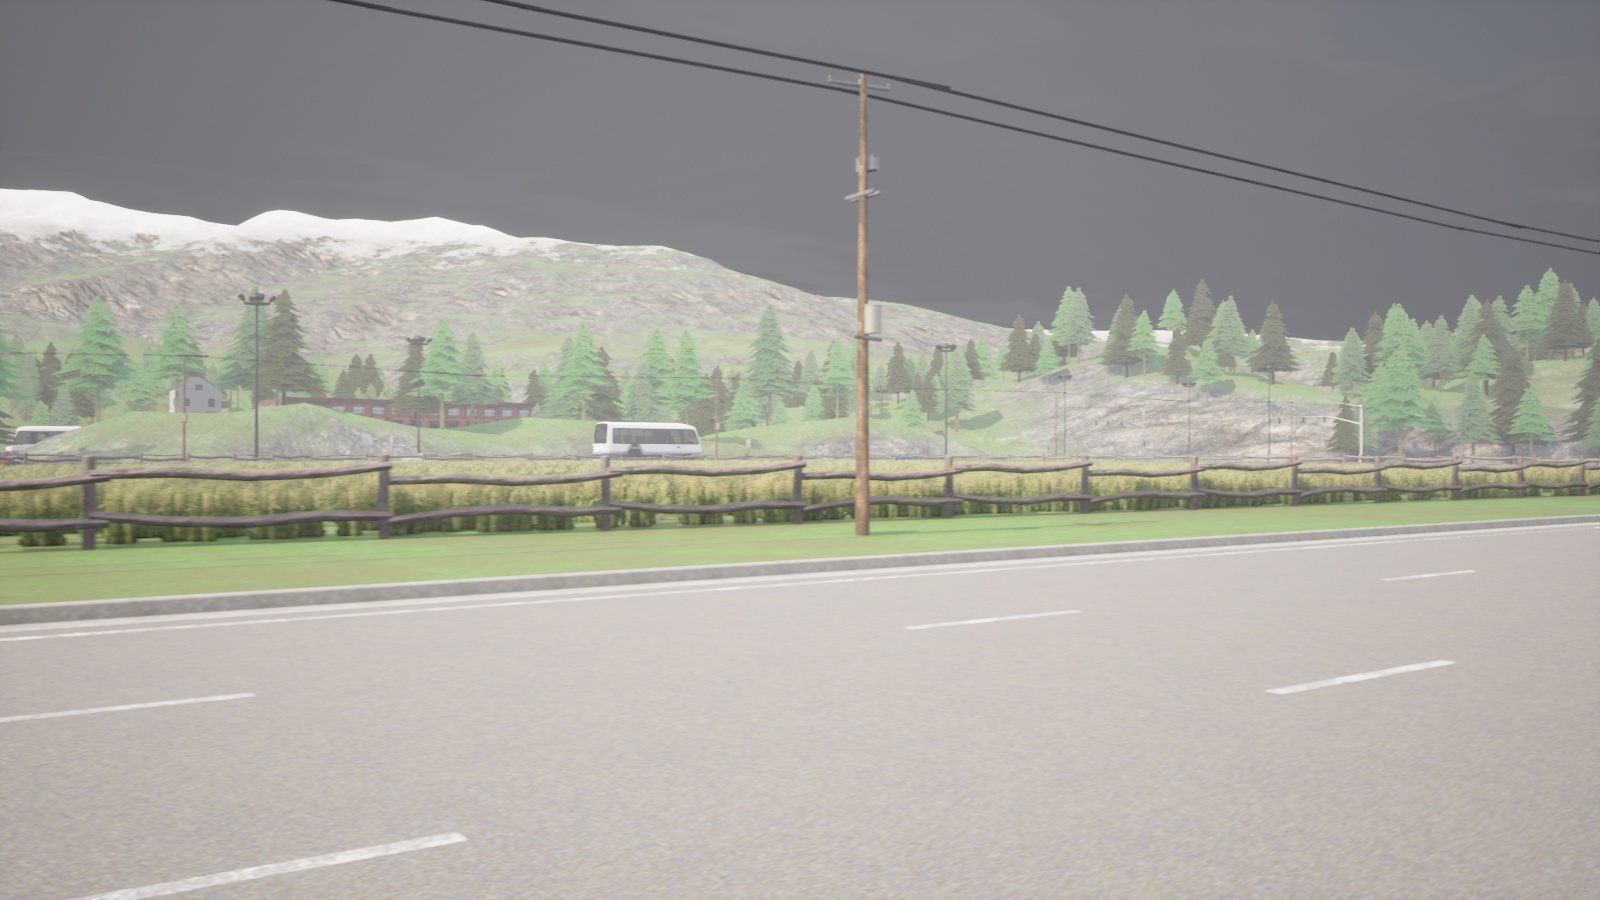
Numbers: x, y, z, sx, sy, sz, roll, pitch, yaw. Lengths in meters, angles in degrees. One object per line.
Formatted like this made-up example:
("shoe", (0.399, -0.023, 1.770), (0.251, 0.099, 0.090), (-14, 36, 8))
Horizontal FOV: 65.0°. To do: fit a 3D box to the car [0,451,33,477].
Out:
("car", (-53.790, 0.922, 83.625), (4.553, 1.767, 2.097), (0, 0, -35))
